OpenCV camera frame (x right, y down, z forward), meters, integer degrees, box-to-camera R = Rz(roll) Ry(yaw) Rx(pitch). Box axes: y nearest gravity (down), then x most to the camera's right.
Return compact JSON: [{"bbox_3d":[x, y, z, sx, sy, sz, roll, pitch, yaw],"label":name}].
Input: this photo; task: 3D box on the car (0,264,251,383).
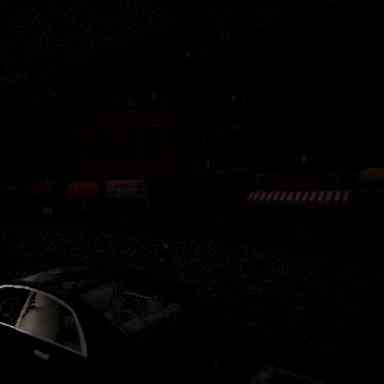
[{"bbox_3d":[-1.492,1.550,3.883,4.403,1.369,2.008,0,-1,36],"label":"car"}]
